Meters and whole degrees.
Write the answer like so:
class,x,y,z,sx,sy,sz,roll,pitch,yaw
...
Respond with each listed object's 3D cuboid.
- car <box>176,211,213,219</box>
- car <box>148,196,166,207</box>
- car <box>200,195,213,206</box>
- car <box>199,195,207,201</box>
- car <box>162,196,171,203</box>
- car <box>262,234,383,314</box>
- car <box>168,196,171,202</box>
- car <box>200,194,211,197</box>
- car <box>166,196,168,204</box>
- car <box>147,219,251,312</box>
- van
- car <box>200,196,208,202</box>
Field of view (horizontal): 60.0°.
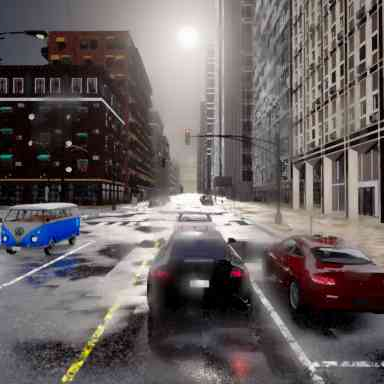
class,x,y,z,sx,sy,sz,roll,pitch,yaw
car,0.112,1.606,16.614,1.895,1.301,4.718,0,0,0
car,-5.631,1.563,50.940,2.008,1.369,4.403,1,0,0
car,2.754,1.596,56.589,1.802,1.307,4.206,1,0,0
car,2.781,1.569,84.862,2.008,1.369,4.403,1,0,0
car,-5.610,1.598,73.558,1.802,1.307,4.206,1,0,0
car,2.708,1.584,7.332,1.802,1.307,4.206,1,0,0
car,-5.620,1.580,62.249,1.947,1.339,4.313,1,0,0
car,2.764,1.330,62.244,2.192,1.841,5.009,1,0,0
car,-5.625,1.564,56.594,2.008,1.369,4.403,1,0,0
car,0.112,1.566,7.797,1.994,1.385,4.181,0,0,-1
van,-5.750,1.345,13.024,1.690,1.788,3.998,1,0,0
car,2.775,1.599,79.208,1.802,1.307,4.206,1,0,0
